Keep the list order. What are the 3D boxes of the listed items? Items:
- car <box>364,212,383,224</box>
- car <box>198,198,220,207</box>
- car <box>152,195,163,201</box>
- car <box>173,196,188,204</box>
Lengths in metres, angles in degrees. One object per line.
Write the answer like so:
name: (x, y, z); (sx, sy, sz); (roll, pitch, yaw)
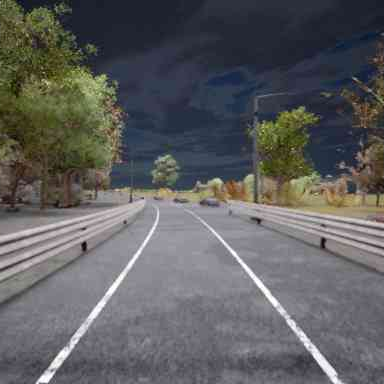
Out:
car: (12.845, 1.761, 20.624); (1.994, 1.385, 4.181); (0, 0, -19)
car: (2.543, 1.571, 51.317); (2.033, 1.411, 5.357); (2, 0, -19)
car: (-8.792, 1.464, 84.929); (2.033, 1.411, 5.357); (0, 0, -19)
car: (-2.307, 1.534, 65.647); (2.033, 1.411, 5.357); (0, 0, -19)
